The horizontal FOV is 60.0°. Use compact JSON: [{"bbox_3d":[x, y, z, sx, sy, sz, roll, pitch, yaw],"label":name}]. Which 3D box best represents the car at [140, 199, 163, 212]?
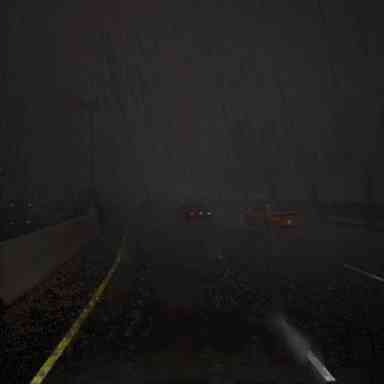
[{"bbox_3d":[-5.032,1.565,40.431,1.812,1.442,4.674,0,0,-22],"label":"car"}]

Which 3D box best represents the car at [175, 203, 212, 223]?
[{"bbox_3d":[0.000,1.563,25.914,2.033,1.411,5.357,0,0,-15],"label":"car"}]

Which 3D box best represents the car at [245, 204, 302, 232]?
[{"bbox_3d":[4.804,1.476,20.415,1.882,1.535,5.008,0,0,-11],"label":"car"}]
